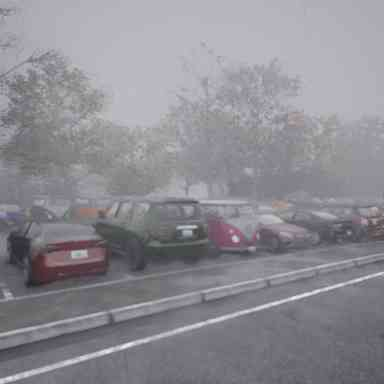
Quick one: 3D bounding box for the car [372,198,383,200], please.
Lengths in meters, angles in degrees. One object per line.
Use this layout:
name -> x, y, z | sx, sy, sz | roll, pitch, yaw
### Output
car -> 22.474, 1.935, 44.285 | 2.097, 1.535, 5.008 | 1, -1, -35

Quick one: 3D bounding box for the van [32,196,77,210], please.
van -> -9.158, 1.218, 21.625 | 1.878, 1.987, 4.442 | 0, 0, -35

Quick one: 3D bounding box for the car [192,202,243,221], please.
car -> 2.167, 1.661, 29.824 | 2.002, 1.452, 4.674 | 1, -1, -35

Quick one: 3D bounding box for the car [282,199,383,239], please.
car -> 7.409, 1.458, 17.465 | 2.185, 1.767, 4.553 | 1, -1, -35

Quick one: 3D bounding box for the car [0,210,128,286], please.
car -> -3.915, 1.468, 9.481 | 2.163, 1.488, 4.792 | 0, 0, -35

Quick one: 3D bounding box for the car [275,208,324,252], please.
car -> 2.864, 1.554, 14.273 | 2.002, 1.452, 4.674 | 1, -1, -35

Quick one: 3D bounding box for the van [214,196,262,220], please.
van -> 4.255, 1.428, 31.456 | 1.878, 1.987, 4.442 | 1, -1, -35

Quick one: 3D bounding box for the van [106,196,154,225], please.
van -> -4.773, 1.288, 25.032 | 1.878, 1.987, 4.442 | 1, -1, -35

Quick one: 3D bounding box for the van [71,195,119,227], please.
van -> -6.928, 1.255, 23.498 | 1.878, 1.987, 4.442 | 1, -1, -35

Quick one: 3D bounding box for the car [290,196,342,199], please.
car -> 13.469, 1.544, 37.836 | 2.435, 2.045, 5.566 | 1, -1, -35

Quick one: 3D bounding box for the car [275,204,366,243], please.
car -> 5.131, 1.549, 15.876 | 2.097, 1.535, 5.008 | 1, -1, -35

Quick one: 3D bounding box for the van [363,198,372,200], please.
van -> 20.155, 1.675, 42.771 | 1.878, 1.987, 4.442 | 1, -1, -35

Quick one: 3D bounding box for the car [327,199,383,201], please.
car -> 9.670, 1.494, 19.075 | 2.185, 1.767, 4.553 | 1, -1, -35

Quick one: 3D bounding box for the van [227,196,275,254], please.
van -> 0.674, 1.253, 12.568 | 1.878, 1.987, 4.442 | 1, -1, -35

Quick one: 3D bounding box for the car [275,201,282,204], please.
car -> 6.575, 1.729, 32.968 | 2.002, 1.452, 4.674 | 1, -1, -35

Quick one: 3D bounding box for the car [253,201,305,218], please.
car -> 8.939, 1.726, 34.639 | 2.097, 1.535, 5.008 | 1, -1, -35

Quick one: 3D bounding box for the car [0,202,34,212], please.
car -> -11.363, 1.438, 20.205 | 2.097, 1.535, 5.008 | 0, 0, -35

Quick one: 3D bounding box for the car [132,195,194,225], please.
car -> -2.431, 1.298, 26.520 | 2.435, 2.045, 5.566 | 1, -1, -35

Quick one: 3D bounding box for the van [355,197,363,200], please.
van -> 18.033, 1.640, 40.975 | 1.878, 1.987, 4.442 | 1, -1, -35

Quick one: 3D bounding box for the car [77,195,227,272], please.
car -> -1.672, 1.193, 11.076 | 2.435, 2.045, 5.566 | 1, -1, -35

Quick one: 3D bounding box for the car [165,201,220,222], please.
car -> -0.089, 1.586, 28.215 | 2.097, 1.535, 5.008 | 1, -1, -35

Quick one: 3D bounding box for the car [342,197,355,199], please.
car -> 15.726, 1.579, 39.442 | 2.435, 2.045, 5.566 | 1, -1, -35
